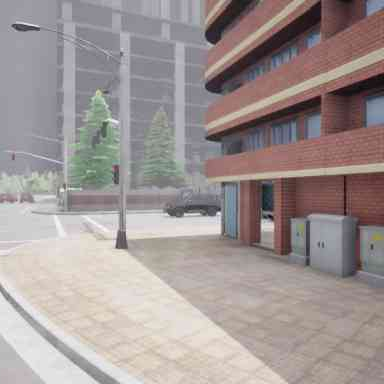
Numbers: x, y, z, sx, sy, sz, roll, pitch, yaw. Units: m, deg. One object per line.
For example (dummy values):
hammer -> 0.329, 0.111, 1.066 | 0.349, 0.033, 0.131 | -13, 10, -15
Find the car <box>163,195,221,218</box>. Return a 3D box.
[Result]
car -> 0.124, 1.277, 31.329 | 5.566, 2.045, 2.150 | 0, 0, -22

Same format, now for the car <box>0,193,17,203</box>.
car -> -37.966, 1.225, 68.479 | 2.150, 2.045, 5.566 | 0, 0, -23

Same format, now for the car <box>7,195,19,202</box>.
car -> -42.107, 1.540, 78.274 | 2.033, 1.411, 5.357 | 0, 0, -23

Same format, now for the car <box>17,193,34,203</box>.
car -> -34.599, 1.225, 69.503 | 2.150, 2.045, 5.566 | 0, 0, -23

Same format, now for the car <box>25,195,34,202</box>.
car -> -38.721, 1.524, 79.253 | 1.812, 1.442, 4.674 | 0, 0, -23
